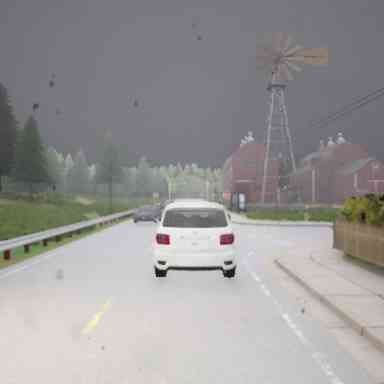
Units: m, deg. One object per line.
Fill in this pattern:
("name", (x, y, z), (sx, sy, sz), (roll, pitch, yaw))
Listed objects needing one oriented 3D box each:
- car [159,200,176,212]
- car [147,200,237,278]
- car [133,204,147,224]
("car", (-3.527, 1.982, 48.480), (2.128, 1.511, 4.902), (0, -1, 0))
("car", (0.092, 1.328, 10.579), (2.150, 2.045, 5.566), (0, -1, 0))
("car", (-3.604, 1.779, 27.315), (1.837, 1.490, 4.892), (0, -1, 0))
